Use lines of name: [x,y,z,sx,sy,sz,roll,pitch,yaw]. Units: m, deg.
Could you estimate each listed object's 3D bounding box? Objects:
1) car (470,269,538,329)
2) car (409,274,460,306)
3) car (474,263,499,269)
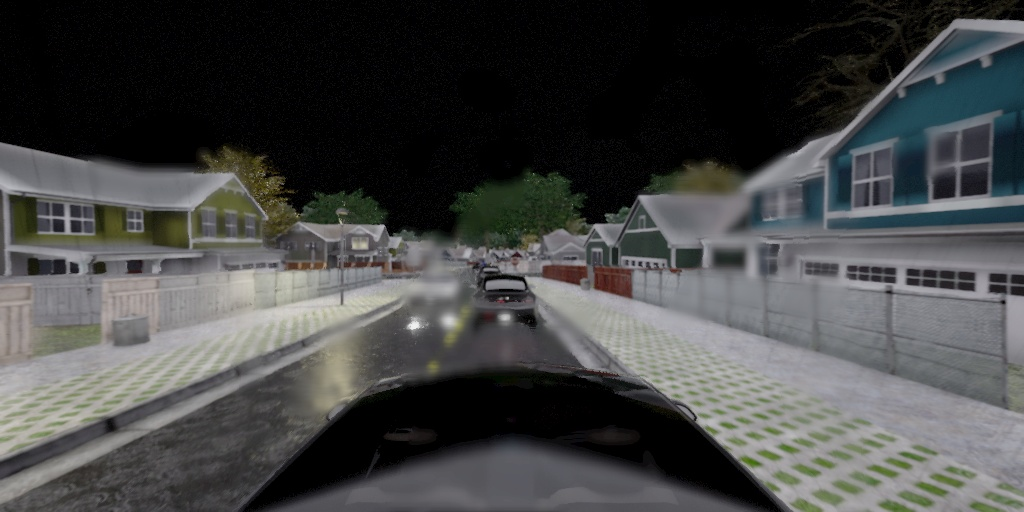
car: [-0.270,1.347,11.578,1.837,1.490,4.892,0,0,-3]
car: [-3.538,1.511,17.003,1.895,1.301,4.718,0,-1,-5]
car: [-1.745,1.538,27.516,1.837,1.490,4.892,0,-1,-7]
